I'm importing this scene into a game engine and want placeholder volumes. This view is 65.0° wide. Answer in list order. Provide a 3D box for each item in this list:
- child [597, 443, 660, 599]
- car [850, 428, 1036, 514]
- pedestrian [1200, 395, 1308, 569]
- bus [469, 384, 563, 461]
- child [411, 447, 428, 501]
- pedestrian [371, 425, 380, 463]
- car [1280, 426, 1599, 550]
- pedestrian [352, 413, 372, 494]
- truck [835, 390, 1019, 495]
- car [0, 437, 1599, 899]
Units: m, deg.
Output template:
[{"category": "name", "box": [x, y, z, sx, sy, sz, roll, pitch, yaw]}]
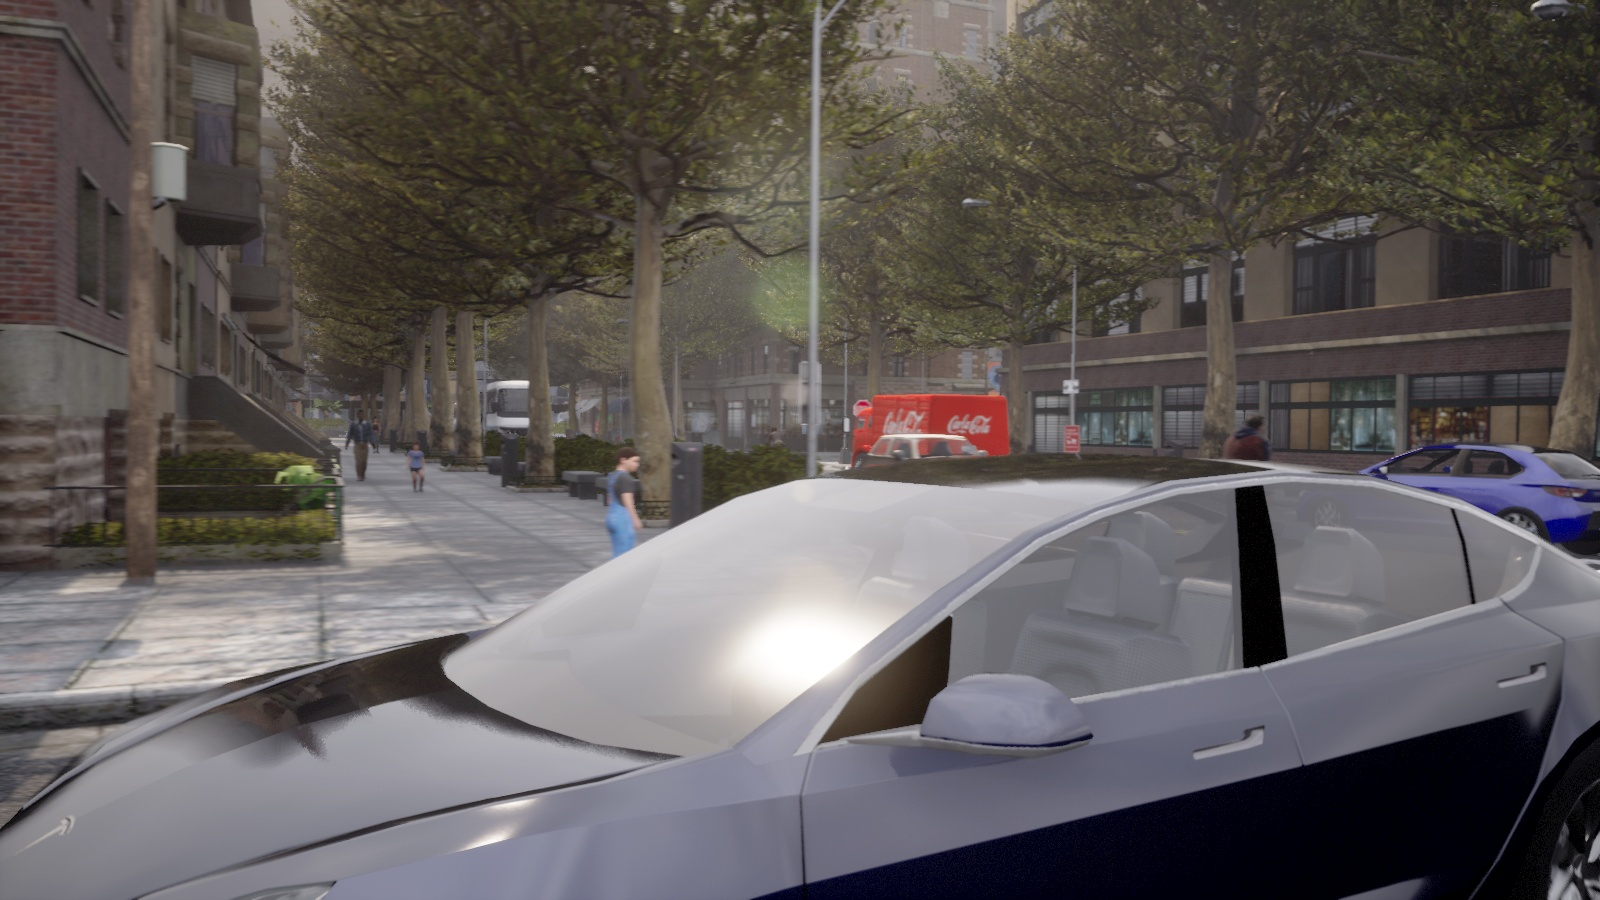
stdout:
[{"category": "child", "box": [-1.428, 0.580, 10.448, 0.437, 1.263, 0.270, -1, 1, -29]}, {"category": "car", "box": [2.628, 0.345, 23.951, 1.970, 1.475, 3.806, -1, 1, -21]}, {"category": "pedestrian", "box": [4.952, 0.328, 13.711, 0.899, 1.844, 0.634, -1, 1, -15]}, {"category": "bus", "box": [-17.145, -1.615, 75.095, 3.944, 4.253, 10.273, -1, 1, -21]}, {"category": "child", "box": [-7.897, 0.496, 26.055, 0.255, 1.110, 0.394, -1, 1, -27]}, {"category": "pedestrian", "box": [-20.571, -0.313, 60.868, 0.345, 1.836, 0.594, -1, 1, -21]}, {"category": "car", "box": [9.028, 0.430, 17.432, 1.816, 1.474, 4.193, -1, 1, -30]}, {"category": "pedestrian", "box": [-10.641, 0.074, 30.498, 0.423, 1.949, 0.788, -1, 1, -19]}, {"category": "truck", "box": [3.132, -0.243, 32.349, 2.627, 2.467, 5.204, -1, 1, -21]}, {"category": "car", "box": [0.502, 0.736, 3.494, 4.792, 1.488, 2.163, -1, 1, -30]}]
